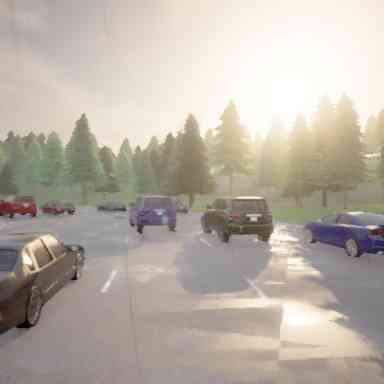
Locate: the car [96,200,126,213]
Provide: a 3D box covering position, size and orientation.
[{"bbox_3d":[-9.419,1.595,38.413,1.994,1.385,4.181,0,0,-43],"label":"car"}]

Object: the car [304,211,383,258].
[{"bbox_3d":[6.120,1.456,12.786,1.882,1.535,5.008,0,0,-8],"label":"car"}]

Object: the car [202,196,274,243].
[{"bbox_3d":[2.054,1.214,16.364,2.150,2.045,5.566,0,0,-11],"label":"car"}]

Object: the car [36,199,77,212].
[{"bbox_3d":[-16.554,1.603,40.543,5.357,1.411,2.033,0,0,36],"label":"car"}]

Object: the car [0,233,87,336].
[{"bbox_3d":[-3.639,1.560,6.818,2.033,1.411,5.357,0,0,-5],"label":"car"}]

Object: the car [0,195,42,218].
[{"bbox_3d":[-16.145,1.276,30.731,2.150,2.045,5.566,1,-1,-42],"label":"car"}]

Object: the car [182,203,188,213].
[{"bbox_3d":[-2.212,1.570,35.605,1.994,1.385,4.181,0,0,-34],"label":"car"}]

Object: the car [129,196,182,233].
[{"bbox_3d":[-2.496,1.229,20.272,2.150,2.045,5.566,0,0,-17],"label":"car"}]

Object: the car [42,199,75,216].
[{"bbox_3d":[-13.215,1.645,32.627,1.895,1.301,4.718,0,0,-41],"label":"car"}]
